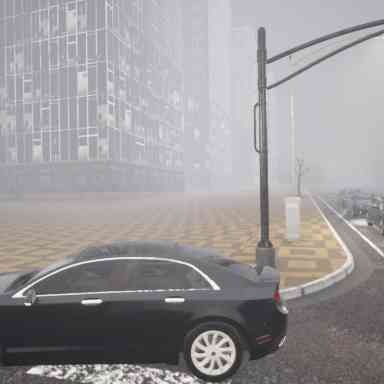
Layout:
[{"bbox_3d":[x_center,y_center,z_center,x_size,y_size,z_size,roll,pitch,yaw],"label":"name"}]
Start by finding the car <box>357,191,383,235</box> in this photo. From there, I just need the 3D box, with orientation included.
[{"bbox_3d":[8.902,0.928,14.477,2.128,1.511,4.902,-1,2,18],"label":"car"}]

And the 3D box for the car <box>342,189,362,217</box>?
[{"bbox_3d":[10.920,0.759,20.781,1.994,1.385,4.181,-1,2,17],"label":"car"}]

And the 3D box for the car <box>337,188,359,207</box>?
[{"bbox_3d":[12.885,0.454,26.854,2.128,1.511,4.902,-1,2,18],"label":"car"}]

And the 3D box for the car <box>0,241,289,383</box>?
[{"bbox_3d":[-1.142,1.505,4.792,4.892,1.490,1.837,0,0,0],"label":"car"}]
